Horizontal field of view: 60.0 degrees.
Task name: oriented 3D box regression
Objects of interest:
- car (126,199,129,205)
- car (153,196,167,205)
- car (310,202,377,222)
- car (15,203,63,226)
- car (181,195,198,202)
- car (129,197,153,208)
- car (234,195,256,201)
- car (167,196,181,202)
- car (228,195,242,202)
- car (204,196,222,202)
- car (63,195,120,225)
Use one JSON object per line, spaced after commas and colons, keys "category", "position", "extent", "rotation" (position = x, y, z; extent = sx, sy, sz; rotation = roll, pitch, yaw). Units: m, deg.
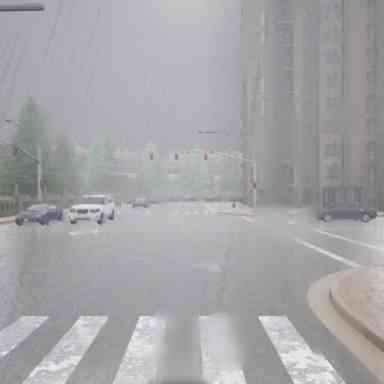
{"category": "car", "position": [-10.062, 1.564, 57.989], "extent": [1.994, 1.385, 4.181], "rotation": [0, 0, 8]}
{"category": "car", "position": [-6.535, 1.547, 59.085], "extent": [2.033, 1.411, 5.357], "rotation": [0, 0, 10]}
{"category": "car", "position": [11.799, 1.560, 26.099], "extent": [4.892, 1.490, 1.837], "rotation": [0, 0, 0]}
{"category": "car", "position": [-10.661, 1.529, 23.659], "extent": [1.812, 1.442, 4.674], "rotation": [0, 0, 0]}
{"category": "car", "position": [-0.622, 1.354, 73.535], "extent": [2.097, 1.767, 4.553], "rotation": [0, 0, 34]}
{"category": "car", "position": [-7.154, 1.526, 47.092], "extent": [1.812, 1.442, 4.674], "rotation": [0, 0, 1]}
{"category": "car", "position": [12.867, 1.500, 80.433], "extent": [4.892, 1.490, 1.837], "rotation": [0, 0, -24]}
{"category": "car", "position": [-5.144, 1.540, 73.089], "extent": [2.033, 1.411, 5.357], "rotation": [0, 0, 30]}
{"category": "car", "position": [10.161, 1.553, 74.639], "extent": [4.181, 1.385, 1.994], "rotation": [0, 0, -38]}
{"category": "car", "position": [4.804, 1.524, 74.536], "extent": [4.674, 1.442, 1.812], "rotation": [0, 0, -42]}
{"category": "car", "position": [-7.160, 1.232, 24.413], "extent": [2.150, 2.045, 5.566], "rotation": [0, 0, 0]}
